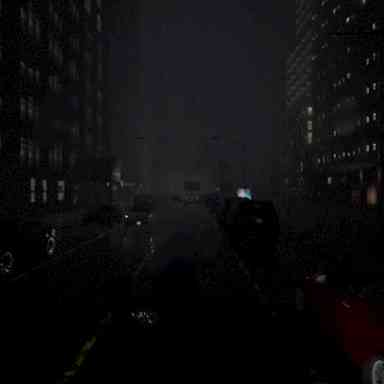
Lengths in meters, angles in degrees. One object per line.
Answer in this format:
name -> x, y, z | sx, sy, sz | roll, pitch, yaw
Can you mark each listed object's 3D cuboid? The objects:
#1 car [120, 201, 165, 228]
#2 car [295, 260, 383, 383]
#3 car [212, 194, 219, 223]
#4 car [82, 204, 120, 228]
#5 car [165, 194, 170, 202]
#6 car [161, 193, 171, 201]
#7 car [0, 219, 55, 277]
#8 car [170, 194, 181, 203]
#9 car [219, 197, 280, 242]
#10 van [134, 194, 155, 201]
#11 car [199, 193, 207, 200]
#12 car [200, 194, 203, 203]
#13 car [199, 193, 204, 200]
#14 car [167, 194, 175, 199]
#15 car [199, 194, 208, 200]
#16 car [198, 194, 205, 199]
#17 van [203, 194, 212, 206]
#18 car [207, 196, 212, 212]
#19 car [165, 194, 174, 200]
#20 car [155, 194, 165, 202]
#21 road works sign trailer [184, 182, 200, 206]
car -> -3.093, 1.506, 21.576 | 1.895, 1.301, 4.718 | 0, 0, 0
car -> 2.697, 1.562, 4.406 | 1.802, 1.307, 4.206 | 0, 0, 0
car -> 2.706, 1.220, 21.472 | 2.192, 1.841, 5.009 | 0, 0, 0
car -> -5.677, 1.472, 21.495 | 1.947, 1.339, 4.313 | 0, 0, 0
car -> -5.663, 1.285, 61.319 | 2.008, 1.369, 4.403 | 0, 0, 0
car -> -5.658, 1.127, 72.697 | 1.967, 1.590, 4.097 | 0, 0, 0
car -> -5.682, 1.521, 10.117 | 1.947, 1.339, 4.313 | 0, 0, 0
car -> -3.009, 1.231, 62.764 | 1.837, 1.490, 4.892 | 0, 0, 1
car -> 2.704, 1.245, 15.783 | 2.192, 1.841, 5.009 | 0, 0, 0
van -> -5.669, 1.172, 38.561 | 1.690, 1.788, 3.998 | 0, 0, 0
car -> 2.725, 1.080, 84.049 | 1.967, 1.590, 4.097 | 0, 0, 0
car -> 2.713, 1.333, 49.917 | 2.008, 1.369, 4.403 | 0, 0, 0
car -> 2.717, 1.285, 61.295 | 2.008, 1.369, 4.403 | 0, 0, 0
car -> -5.654, 1.162, 89.764 | 1.887, 1.381, 4.507 | 0, 0, 0
car -> 2.723, 1.214, 78.362 | 2.008, 1.369, 4.403 | 0, 0, 0
car -> 2.729, 1.175, 95.429 | 1.802, 1.307, 4.206 | 0, 0, 0
van -> 2.713, 1.148, 44.228 | 1.690, 1.788, 3.998 | 0, 0, 0
car -> 2.708, 1.380, 33.020 | 1.752, 1.417, 4.829 | 0, 0, 0
car -> -5.656, 1.191, 84.076 | 2.008, 1.369, 4.403 | 0, 0, 0
car -> -5.667, 1.348, 49.941 | 1.947, 1.339, 4.313 | 0, 0, 0
road works sign trailer -> 0.041, 0.243, 50.877 | 2.380, 3.560, 2.880 | 0, 0, 0
